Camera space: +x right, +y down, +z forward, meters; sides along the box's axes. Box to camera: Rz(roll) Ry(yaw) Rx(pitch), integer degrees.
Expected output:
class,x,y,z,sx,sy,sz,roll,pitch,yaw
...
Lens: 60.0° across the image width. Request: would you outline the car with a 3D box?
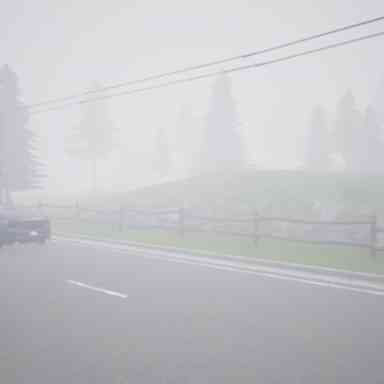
class,x,y,z,sx,sy,sz,roll,pitch,yaw
car,-7.900,1.366,13.863,5.008,1.535,1.882,1,1,36
